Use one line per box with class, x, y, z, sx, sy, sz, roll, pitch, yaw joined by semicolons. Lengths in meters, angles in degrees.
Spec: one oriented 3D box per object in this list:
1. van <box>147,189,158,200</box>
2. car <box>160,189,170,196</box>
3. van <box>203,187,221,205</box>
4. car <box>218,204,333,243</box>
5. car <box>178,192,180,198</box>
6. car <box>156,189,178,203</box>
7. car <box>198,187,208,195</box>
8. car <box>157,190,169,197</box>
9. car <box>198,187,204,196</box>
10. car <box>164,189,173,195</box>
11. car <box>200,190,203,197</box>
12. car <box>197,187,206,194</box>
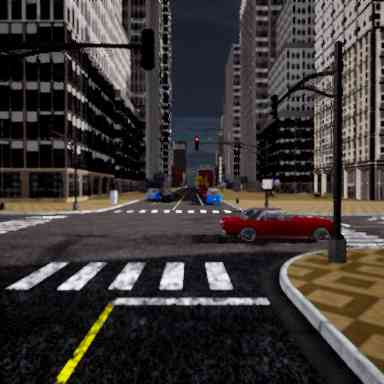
van;-5.910;0.366;50.863;1.690;1.788;3.998;0;1;0
car;-5.889;0.150;73.019;2.008;1.369;4.403;0;1;0
van;2.573;0.578;39.783;1.690;1.788;3.998;0;1;0
car;3.533;1.347;13.902;4.718;1.301;1.895;0;1;-1
car;-3.248;0.432;60.967;1.895;1.301;4.718;0;1;1
car;-3.310;0.711;44.439;1.994;1.385;4.181;0;1;0
car;2.497;-0.192;78.547;2.192;1.841;5.009;0;1;0
car;-5.895;0.272;67.482;1.947;1.339;4.313;0;1;0
car;2.487;0.022;67.469;2.192;1.841;5.009;0;1;0
car;-5.878;-0.032;84.097;1.802;1.307;4.206;0;1;0
car;2.487;0.676;45.324;1.887;1.381;4.507;0;1;0
car;2.509;-0.405;89.623;2.192;1.841;5.009;0;1;0
